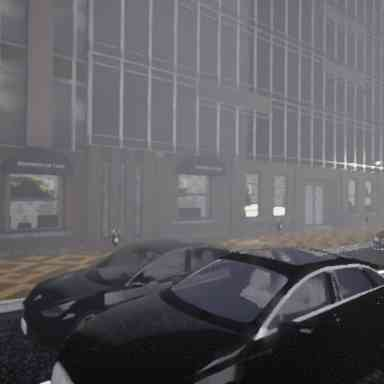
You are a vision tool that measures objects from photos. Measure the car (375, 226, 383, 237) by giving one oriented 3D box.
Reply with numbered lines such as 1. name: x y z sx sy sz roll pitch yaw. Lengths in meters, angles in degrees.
1. car: 8.605 1.643 12.693 4.403 1.369 2.008 0 0 -36

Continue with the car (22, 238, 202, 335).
1. car: -0.657 1.585 6.084 4.313 1.339 1.947 0 0 -36

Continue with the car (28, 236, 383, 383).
1. car: 0.929 1.511 4.041 4.902 1.511 2.128 0 0 -36
